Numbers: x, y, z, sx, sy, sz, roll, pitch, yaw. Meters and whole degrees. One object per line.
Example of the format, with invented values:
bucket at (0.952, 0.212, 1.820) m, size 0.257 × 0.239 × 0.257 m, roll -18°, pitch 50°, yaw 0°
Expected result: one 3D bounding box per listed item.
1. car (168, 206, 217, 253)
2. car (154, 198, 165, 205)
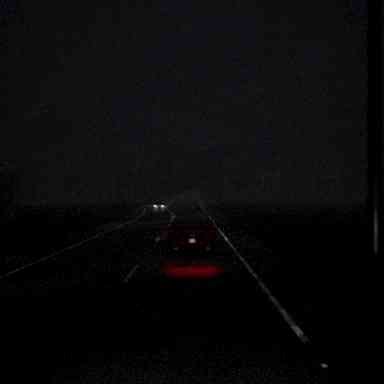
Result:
car at (0.015, 1.616, 14.459) m, size 1.882 × 1.535 × 5.008 m, roll 0°, pitch 0°, yaw 0°
car at (-6.959, 2.051, 71.644) m, size 1.837 × 1.490 × 4.892 m, roll 0°, pitch 0°, yaw 0°
